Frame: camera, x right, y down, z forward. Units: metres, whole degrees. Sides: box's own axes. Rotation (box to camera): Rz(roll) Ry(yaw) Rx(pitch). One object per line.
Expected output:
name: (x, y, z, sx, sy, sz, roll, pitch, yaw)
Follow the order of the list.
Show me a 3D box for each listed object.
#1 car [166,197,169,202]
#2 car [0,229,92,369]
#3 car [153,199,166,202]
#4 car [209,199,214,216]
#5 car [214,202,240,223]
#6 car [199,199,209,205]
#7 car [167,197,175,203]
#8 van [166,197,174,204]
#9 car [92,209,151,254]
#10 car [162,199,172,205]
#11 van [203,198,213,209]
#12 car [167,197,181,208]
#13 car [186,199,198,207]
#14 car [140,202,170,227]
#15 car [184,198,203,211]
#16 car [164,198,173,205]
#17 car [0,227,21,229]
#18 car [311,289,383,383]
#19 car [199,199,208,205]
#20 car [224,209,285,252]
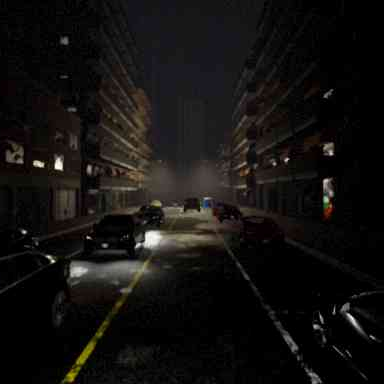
car: (-5.694, 2.204, 69.619, 1.947, 1.339, 4.313, 0, -1, 0)
car: (-3.099, 1.530, 4.168, 2.128, 1.511, 4.902, 0, -1, 0)
car: (-5.696, 2.006, 52.881, 1.752, 1.417, 4.829, 0, -1, 0)
car: (3.142, 1.796, 35.371, 1.882, 1.535, 5.008, 0, -1, 0)
car: (3.150, 1.780, 28.371, 1.812, 1.442, 4.674, 0, -1, 0)
car: (2.687, 2.241, 75.129, 2.008, 1.369, 4.403, -1, -1, 0)
car: (-5.695, 2.289, 91.714, 1.967, 1.590, 4.097, -1, -1, 0)
van: (-5.696, 2.137, 86.192, 1.690, 1.788, 3.998, -1, -1, 0)
car: (-3.087, 1.653, 14.150, 1.812, 1.442, 4.674, 0, -1, 0)
car: (-5.694, 2.235, 75.143, 1.887, 1.381, 4.507, 0, -1, 0)
van: (2.684, 1.823, 53.040, 1.690, 1.788, 3.998, -1, -1, 0)
car: (-3.034, 2.088, 61.409, 1.812, 1.442, 4.674, 0, -1, 1)
car: (0.005, 1.896, 58.039, 1.994, 1.385, 4.181, 0, -1, 0)
car: (-3.060, 1.710, 24.421, 2.128, 1.511, 4.902, 0, 0, 0)
car: (0.005, 1.572, 44.464, 2.097, 1.767, 4.553, 0, -1, 0)
car: (-5.694, 2.288, 80.667, 1.887, 1.381, 4.507, -1, -1, 0)
car: (-5.697, 1.646, 8.864, 1.947, 1.339, 4.313, 0, -1, 0)
car: (2.684, 1.596, 3.328, 1.947, 1.339, 4.313, 0, -1, 0)
car: (2.687, 2.293, 80.652, 2.008, 1.369, 4.403, -1, -1, 0)
car: (2.684, 1.673, 14.375, 1.887, 1.381, 4.507, 0, -1, 0)
